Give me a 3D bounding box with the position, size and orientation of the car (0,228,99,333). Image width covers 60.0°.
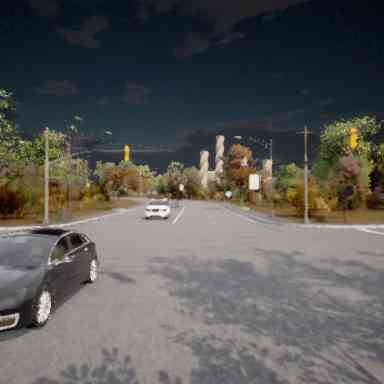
[{"bbox_3d":[-3.448,1.613,7.228,1.837,1.490,4.892,0,-1,0],"label":"car"}]

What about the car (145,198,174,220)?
[{"bbox_3d":[-3.304,1.672,33.008,2.150,2.045,5.566,0,-1,0],"label":"car"}]

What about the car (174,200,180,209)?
[{"bbox_3d":[-3.155,2.157,58.387,1.812,1.442,4.674,0,0,0],"label":"car"}]
